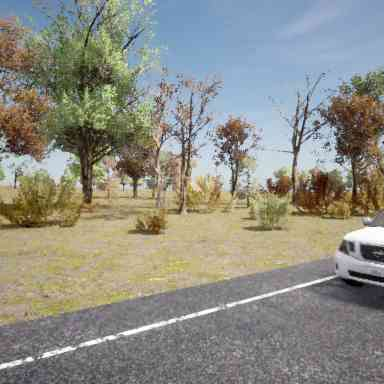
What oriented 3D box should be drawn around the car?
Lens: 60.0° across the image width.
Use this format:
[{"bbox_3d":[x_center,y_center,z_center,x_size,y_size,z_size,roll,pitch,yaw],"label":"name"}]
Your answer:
[{"bbox_3d":[5.849,1.220,8.236,5.566,2.045,2.150,0,0,-37],"label":"car"}]
